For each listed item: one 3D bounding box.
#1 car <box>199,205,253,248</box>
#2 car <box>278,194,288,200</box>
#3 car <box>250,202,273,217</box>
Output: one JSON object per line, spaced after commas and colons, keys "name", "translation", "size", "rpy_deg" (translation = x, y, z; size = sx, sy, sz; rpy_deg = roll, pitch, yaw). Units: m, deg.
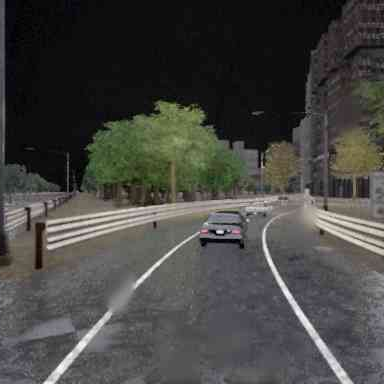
{"name": "car", "translation": [1.538, 1.553, 15.010], "size": [2.033, 1.411, 5.357], "rpy_deg": [0, 0, 11]}
{"name": "car", "translation": [24.877, 1.336, 91.171], "size": [2.097, 1.767, 4.553], "rpy_deg": [0, 0, 5]}
{"name": "car", "translation": [6.499, 1.619, 31.698], "size": [1.895, 1.301, 4.718], "rpy_deg": [0, 0, 23]}
